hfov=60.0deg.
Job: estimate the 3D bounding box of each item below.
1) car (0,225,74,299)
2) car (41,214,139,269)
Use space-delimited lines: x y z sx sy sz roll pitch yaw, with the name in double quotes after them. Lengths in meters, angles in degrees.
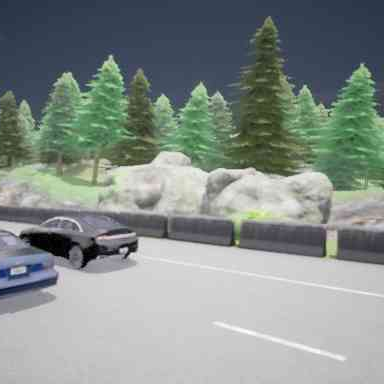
-5.329 1.537 7.844 5.357 1.411 2.033 0 0 36 "car"
-3.947 1.495 11.171 4.902 1.511 2.128 0 0 36 "car"
